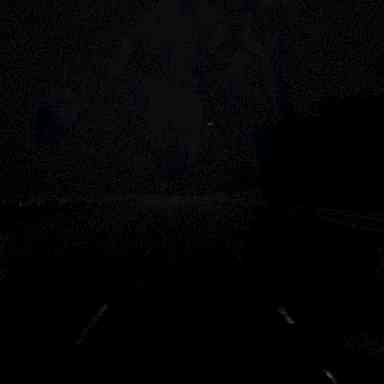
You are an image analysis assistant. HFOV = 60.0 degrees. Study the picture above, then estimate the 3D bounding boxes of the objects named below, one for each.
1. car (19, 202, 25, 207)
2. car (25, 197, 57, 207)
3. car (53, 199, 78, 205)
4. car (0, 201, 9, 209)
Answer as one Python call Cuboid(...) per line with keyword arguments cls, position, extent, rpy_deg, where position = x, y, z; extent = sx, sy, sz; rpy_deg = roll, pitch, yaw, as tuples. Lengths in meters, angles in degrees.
Cuboid(cls="car", position=(-24.537, 1.893, 51.143), extent=(2.097, 1.767, 4.553), rpy_deg=(0, -1, 1))
Cuboid(cls="car", position=(-21.052, 1.727, 47.523), extent=(2.150, 2.045, 5.566), rpy_deg=(0, -1, 1))
Cuboid(cls="car", position=(-17.554, 2.059, 48.021), extent=(2.033, 1.411, 5.357), rpy_deg=(0, -1, 1))
Cuboid(cls="car", position=(-28.041, 1.981, 47.236), extent=(1.882, 1.535, 5.008), rpy_deg=(0, 0, 1))
